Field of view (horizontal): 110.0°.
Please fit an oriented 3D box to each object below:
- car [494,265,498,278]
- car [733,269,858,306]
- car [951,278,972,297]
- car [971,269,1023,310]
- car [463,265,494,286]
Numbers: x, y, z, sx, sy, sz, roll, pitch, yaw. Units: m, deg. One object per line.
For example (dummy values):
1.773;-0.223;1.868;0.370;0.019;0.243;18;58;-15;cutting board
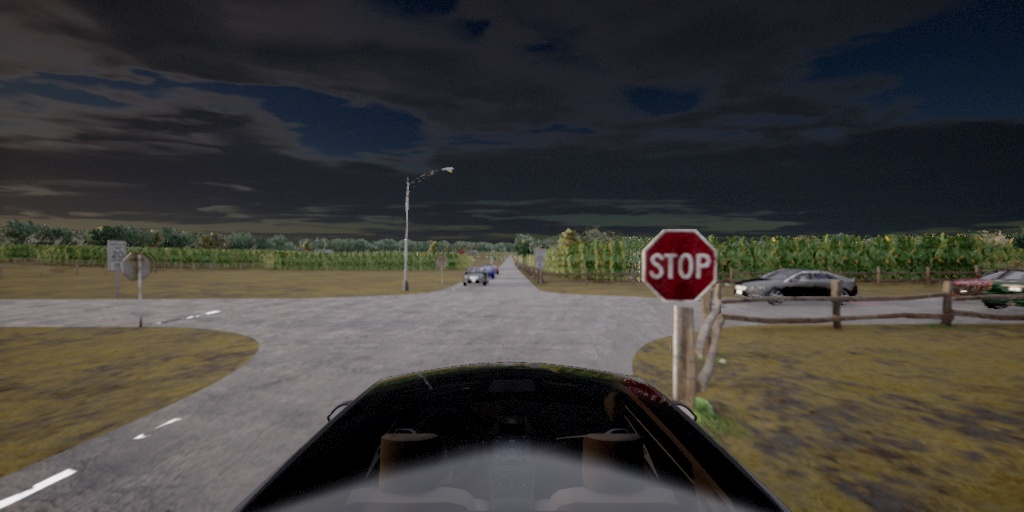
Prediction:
-2.962;1.834;41.263;1.882;1.535;5.008;0;-1;0;car
12.629;1.346;16.142;4.902;1.511;2.128;0;1;-2;car
22.941;1.317;16.234;5.008;1.535;1.882;0;1;0;car
20.743;1.243;13.281;4.553;1.767;2.097;0;1;0;car
-2.929;1.647;29.788;2.128;1.511;4.902;0;-1;0;car
